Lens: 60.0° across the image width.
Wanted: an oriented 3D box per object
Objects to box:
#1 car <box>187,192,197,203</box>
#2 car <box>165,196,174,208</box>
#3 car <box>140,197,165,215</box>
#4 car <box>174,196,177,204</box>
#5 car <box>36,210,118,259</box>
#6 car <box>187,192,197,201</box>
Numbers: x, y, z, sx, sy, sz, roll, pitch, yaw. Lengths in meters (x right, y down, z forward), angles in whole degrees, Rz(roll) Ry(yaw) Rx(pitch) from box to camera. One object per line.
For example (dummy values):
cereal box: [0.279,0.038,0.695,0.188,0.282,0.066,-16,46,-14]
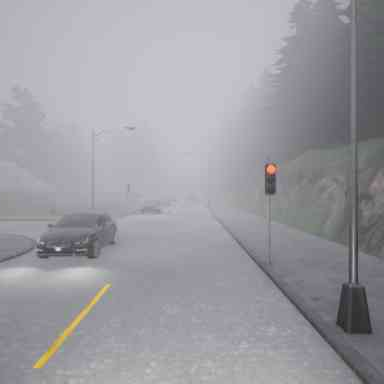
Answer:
car: [-0.014,1.352,68.317,2.097,1.767,4.553,0,0,0]
car: [-4.101,1.525,49.712,1.812,1.442,4.674,0,0,0]
car: [-4.107,1.526,34.205,1.812,1.442,4.674,0,0,0]
car: [-4.033,1.478,66.443,1.882,1.535,5.008,0,0,0]
car: [-4.103,1.505,12.611,1.837,1.490,4.892,0,0,0]
car: [-0.016,1.108,78.413,2.150,2.045,5.566,0,0,0]
